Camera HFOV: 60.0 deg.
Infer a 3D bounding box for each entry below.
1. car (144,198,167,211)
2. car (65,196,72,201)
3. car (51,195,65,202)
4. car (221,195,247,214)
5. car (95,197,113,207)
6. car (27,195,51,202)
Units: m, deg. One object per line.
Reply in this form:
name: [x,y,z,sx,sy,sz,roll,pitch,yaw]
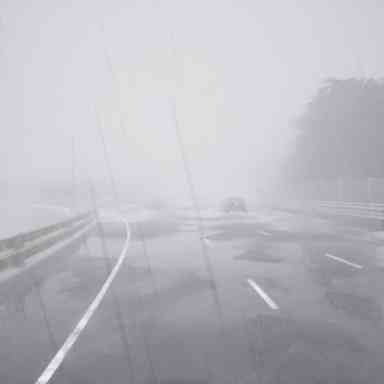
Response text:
car: [-4.433,1.434,39.883,2.128,1.511,4.902,-1,0,-22]
car: [-31.133,1.661,82.707,4.674,1.442,1.812,-1,0,39]
car: [-33.319,1.519,79.966,4.553,1.767,2.097,-1,0,39]
car: [4.167,1.213,33.538,2.097,1.767,4.553,-1,0,-2]
car: [-13.319,1.544,50.198,1.812,1.442,4.674,0,0,-29]
car: [-35.534,1.548,77.250,4.553,1.767,2.097,-1,0,39]
